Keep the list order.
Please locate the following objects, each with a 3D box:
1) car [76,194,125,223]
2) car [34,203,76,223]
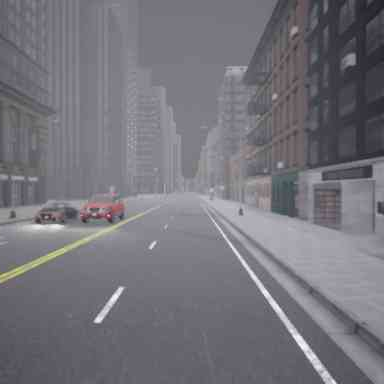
[{"bbox_3d":[-6.518,1.148,24.964,2.150,2.045,5.566,0,0,0],"label":"car"},{"bbox_3d":[-9.776,1.494,24.332,1.994,1.385,4.181,0,0,0],"label":"car"}]
